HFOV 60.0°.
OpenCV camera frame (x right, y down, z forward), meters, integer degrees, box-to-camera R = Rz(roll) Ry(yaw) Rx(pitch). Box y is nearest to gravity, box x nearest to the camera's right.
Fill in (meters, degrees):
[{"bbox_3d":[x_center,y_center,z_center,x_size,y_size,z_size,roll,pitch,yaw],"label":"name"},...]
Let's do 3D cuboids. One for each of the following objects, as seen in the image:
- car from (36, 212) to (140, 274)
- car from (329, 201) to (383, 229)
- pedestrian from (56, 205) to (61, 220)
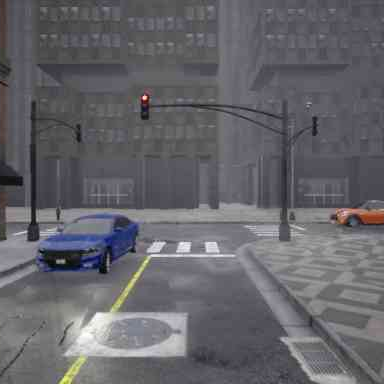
[{"bbox_3d":[-3.086,1.478,10.831,1.882,1.535,5.008,-1,0,5],"label":"car"},{"bbox_3d":[11.240,1.334,21.170,4.553,1.767,2.097,0,0,0],"label":"car"},{"bbox_3d":[-9.825,1.533,24.453,0.500,1.100,0.500,0,0,1],"label":"pedestrian"}]
